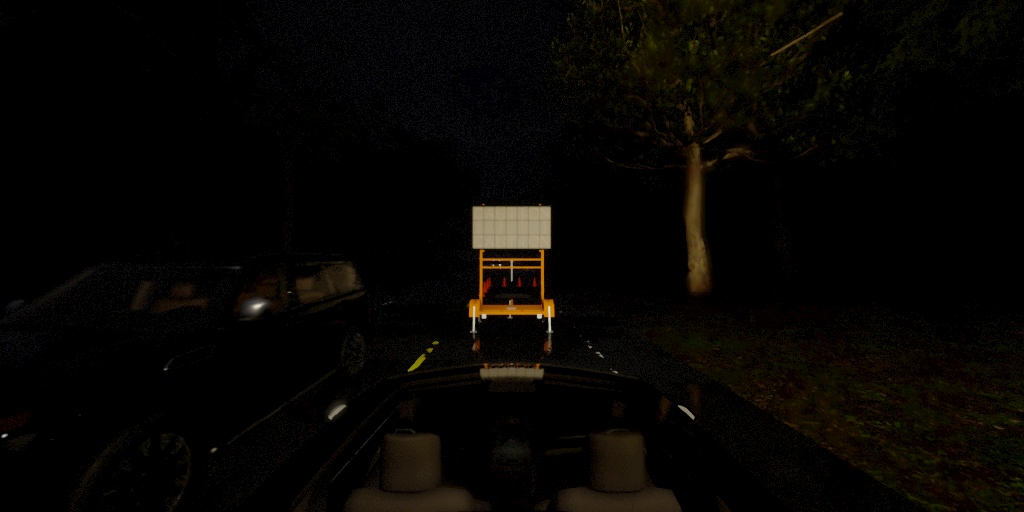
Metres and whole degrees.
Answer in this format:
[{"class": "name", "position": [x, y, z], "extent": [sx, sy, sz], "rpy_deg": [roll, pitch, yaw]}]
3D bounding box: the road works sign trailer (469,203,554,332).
[{"class": "road works sign trailer", "position": [-0.007, 0.217, 10.804], "extent": [2.380, 3.560, 2.880], "rpy_deg": [0, 0, 0]}]

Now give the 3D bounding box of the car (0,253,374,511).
[{"class": "car", "position": [-3.513, 0.973, 4.165], "extent": [2.150, 2.045, 5.566], "rpy_deg": [0, 0, 0]}]
